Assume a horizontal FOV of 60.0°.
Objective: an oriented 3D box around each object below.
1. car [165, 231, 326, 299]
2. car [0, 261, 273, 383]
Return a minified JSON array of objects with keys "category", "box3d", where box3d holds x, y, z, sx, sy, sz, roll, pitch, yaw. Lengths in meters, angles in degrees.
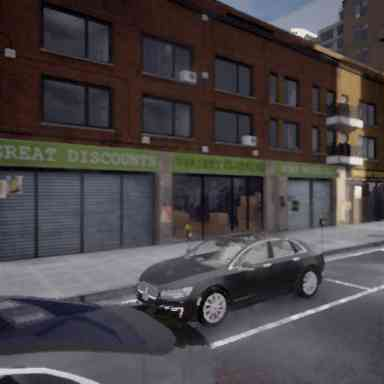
[{"category":"car","box3d":[0.989,1.547,6.896,4.403,1.369,2.008,0,0,-36]},{"category":"car","box3d":[-2.024,1.493,1.618,4.902,1.511,2.128,0,0,-35]}]
